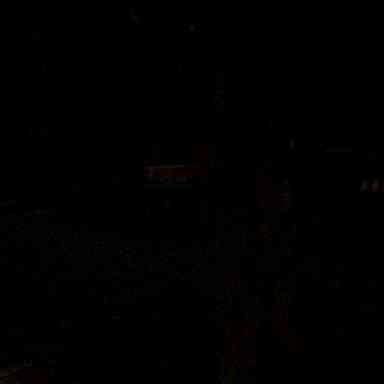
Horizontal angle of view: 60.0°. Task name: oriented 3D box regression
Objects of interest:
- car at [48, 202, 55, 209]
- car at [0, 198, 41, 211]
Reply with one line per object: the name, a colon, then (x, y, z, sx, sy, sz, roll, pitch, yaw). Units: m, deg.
car: (-15.998, 1.414, 42.021, 1.802, 1.307, 4.206, 0, 0, 35)
car: (-19.260, 1.373, 37.380, 1.947, 1.339, 4.313, 0, 0, 35)
